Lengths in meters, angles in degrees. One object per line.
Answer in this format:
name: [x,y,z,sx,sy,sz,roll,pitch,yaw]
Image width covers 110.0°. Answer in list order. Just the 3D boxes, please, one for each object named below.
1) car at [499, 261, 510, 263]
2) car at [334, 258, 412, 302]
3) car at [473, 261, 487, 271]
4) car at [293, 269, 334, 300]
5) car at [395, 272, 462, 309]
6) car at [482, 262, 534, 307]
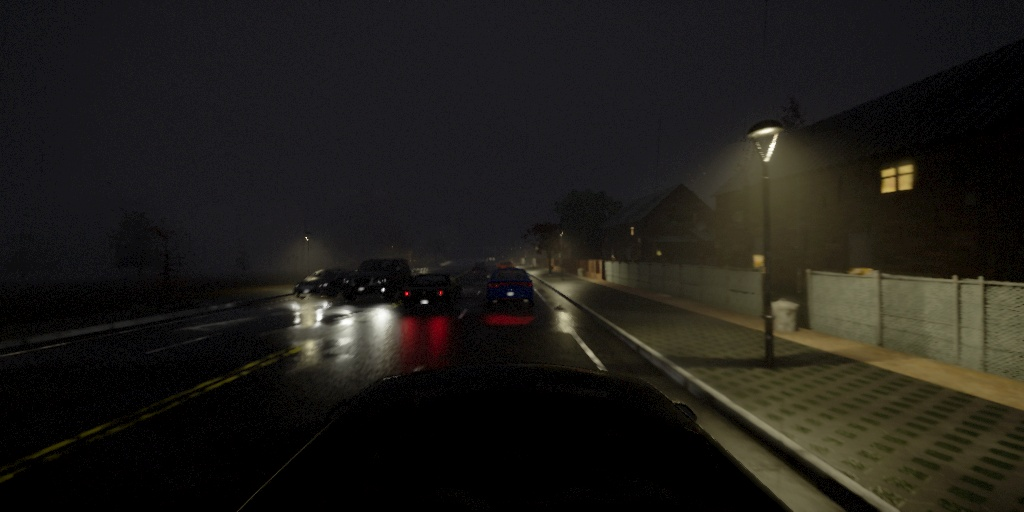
car: [-0.688,1.272,37.050,1.882,1.535,5.008,-1,0,-2]
car: [-6.836,1.129,18.872,2.150,2.045,5.566,-1,0,-1]
car: [-4.667,1.459,52.259,1.994,1.385,4.181,-1,0,-3]
car: [-10.107,1.471,19.990,2.128,1.511,4.902,-1,0,-1]
car: [-3.310,1.432,15.615,1.895,1.301,4.718,-1,0,-1]
car: [-0.094,1.241,15.746,1.882,1.535,5.008,-1,0,-1]
